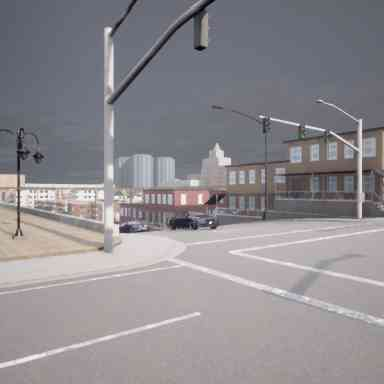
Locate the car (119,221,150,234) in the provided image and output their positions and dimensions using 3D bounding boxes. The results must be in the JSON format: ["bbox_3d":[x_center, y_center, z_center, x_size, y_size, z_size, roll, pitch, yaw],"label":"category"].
[{"bbox_3d":[-5.809,3.504,32.152,1.812,1.442,4.674,0,-12,-37],"label":"car"}]

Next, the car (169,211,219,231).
[{"bbox_3d":[0.061,2.054,24.187,1.994,1.385,4.181,0,-4,-36],"label":"car"}]
